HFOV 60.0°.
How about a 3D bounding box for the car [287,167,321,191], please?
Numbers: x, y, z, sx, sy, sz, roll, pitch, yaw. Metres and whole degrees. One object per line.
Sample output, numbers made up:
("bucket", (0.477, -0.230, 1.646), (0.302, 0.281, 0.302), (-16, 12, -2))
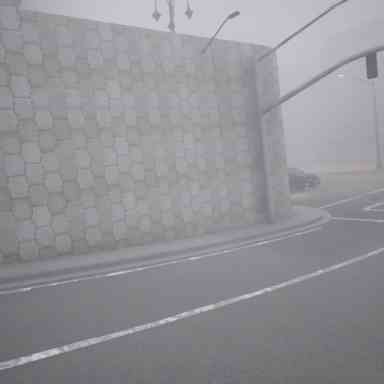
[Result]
("car", (9.096, -1.235, 31.032), (2.150, 2.045, 5.566), (-10, 6, -35))

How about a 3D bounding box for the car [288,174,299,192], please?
("car", (6.226, -0.402, 29.176), (2.033, 1.411, 5.357), (-10, 6, -35))
